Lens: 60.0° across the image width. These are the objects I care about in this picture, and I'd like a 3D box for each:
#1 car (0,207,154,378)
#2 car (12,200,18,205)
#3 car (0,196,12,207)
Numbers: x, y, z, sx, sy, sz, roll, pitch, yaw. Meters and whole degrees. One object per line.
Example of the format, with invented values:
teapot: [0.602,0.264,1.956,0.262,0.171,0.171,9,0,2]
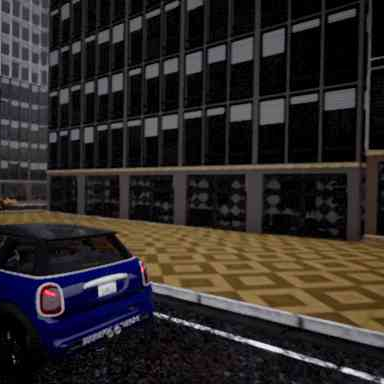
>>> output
car: [-2.870,1.309,5.713,4.553,1.767,2.097,0,0,36]
car: [-26.174,1.283,44.947,1.752,1.417,4.829,1,0,36]
car: [-22.671,1.223,35.573,2.192,1.841,5.009,1,0,36]
